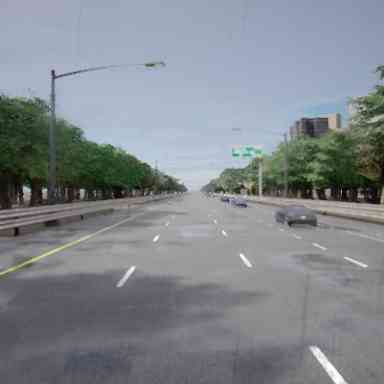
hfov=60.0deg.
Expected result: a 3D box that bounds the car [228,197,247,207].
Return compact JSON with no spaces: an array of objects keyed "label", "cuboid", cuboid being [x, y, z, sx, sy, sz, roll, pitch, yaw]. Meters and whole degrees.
[{"label":"car","cuboid":[7.154,1.542,50.904,2.033,1.411,5.357,0,0,0]}]

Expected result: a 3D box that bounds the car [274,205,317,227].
[{"label":"car","cuboid":[7.035,1.572,22.964,1.994,1.385,4.181,0,0,0]}]

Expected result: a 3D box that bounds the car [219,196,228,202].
[{"label":"car","cuboid":[7.300,1.523,75.039,1.994,1.385,4.181,0,0,0]}]
